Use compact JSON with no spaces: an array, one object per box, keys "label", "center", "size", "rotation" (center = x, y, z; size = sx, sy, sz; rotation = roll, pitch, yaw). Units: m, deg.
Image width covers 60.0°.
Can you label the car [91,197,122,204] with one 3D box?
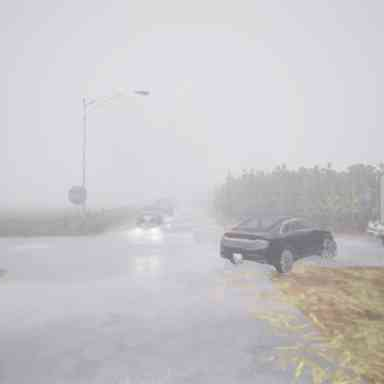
[{"label":"car","center":[-16.248,2.171,64.856],"size":[5.357,1.411,2.033],"rotation":[0,0,0]}]

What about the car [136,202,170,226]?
[{"label":"car","center":[-3.195,1.788,26.381],"size":[2.128,1.511,4.902],"rotation":[0,-1,0]}]

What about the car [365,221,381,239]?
[{"label":"car","center":[10.697,1.643,15.311],"size":[4.718,1.301,1.895],"rotation":[0,0,2]}]

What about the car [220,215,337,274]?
[{"label":"car","center":[2.936,1.505,10.786],"size":[2.128,1.511,4.902],"rotation":[-1,0,44]}]

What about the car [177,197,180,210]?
[{"label":"car","center":[-3.102,1.750,52.505],"size":[2.150,2.045,5.566],"rotation":[0,-1,0]}]

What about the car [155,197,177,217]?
[{"label":"car","center":[-3.194,1.649,37.078],"size":[2.150,2.045,5.566],"rotation":[0,-1,0]}]
